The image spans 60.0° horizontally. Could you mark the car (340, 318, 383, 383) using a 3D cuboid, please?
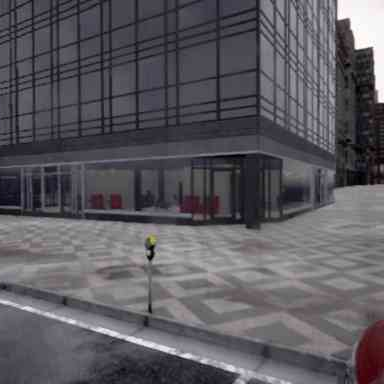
[{"bbox_3d":[3.201,1.260,1.136,5.009,1.841,2.192,0,1,31],"label":"car"}]
